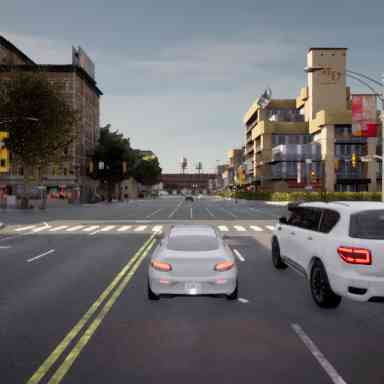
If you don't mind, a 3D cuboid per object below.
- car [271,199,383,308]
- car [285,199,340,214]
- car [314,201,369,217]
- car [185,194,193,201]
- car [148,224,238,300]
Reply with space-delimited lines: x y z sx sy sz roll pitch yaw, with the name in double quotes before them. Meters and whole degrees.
"car" 3.514 1.221 8.029 2.150 2.045 5.566 0 0 0
"car" 12.308 1.476 34.226 5.008 1.535 1.882 0 0 0
"car" 13.731 1.562 30.719 4.181 1.385 1.994 0 0 0
"car" -0.671 1.497 80.176 1.837 1.490 4.892 0 0 0
"car" 0.015 1.525 8.261 1.812 1.442 4.674 0 0 0
